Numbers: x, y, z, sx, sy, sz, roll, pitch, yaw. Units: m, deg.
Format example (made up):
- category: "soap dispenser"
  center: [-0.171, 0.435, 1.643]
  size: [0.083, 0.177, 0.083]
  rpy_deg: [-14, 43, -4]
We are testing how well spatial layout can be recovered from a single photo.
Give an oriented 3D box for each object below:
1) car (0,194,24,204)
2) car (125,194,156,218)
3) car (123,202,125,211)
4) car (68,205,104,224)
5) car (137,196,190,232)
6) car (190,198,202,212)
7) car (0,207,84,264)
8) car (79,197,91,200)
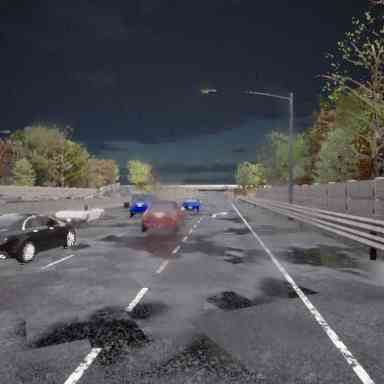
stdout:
- category: "car"
  center: [-24.234, 1.359, 43.874]
  size: [2.097, 1.767, 4.553]
  rpy_deg: [0, 0, 6]
- category: "car"
  center: [-4.152, 1.224, 30.695]
  size: [2.150, 2.045, 5.566]
  rpy_deg: [0, 0, 5]
- category: "car"
  center: [-6.809, 1.483, 40.069]
  size: [1.882, 1.535, 5.008]
  rpy_deg: [0, 0, 5]
- category: "car"
  center: [-8.195, 1.601, 24.919]
  size: [1.895, 1.301, 4.718]
  rpy_deg: [0, 0, 5]
- category: "car"
  center: [-1.589, 1.352, 20.295]
  size: [2.097, 1.767, 4.553]
  rpy_deg: [0, 0, 5]
- category: "car"
  center: [0.049, 1.482, 38.192]
  size: [1.882, 1.535, 5.008]
  rpy_deg: [0, 0, 5]
- category: "car"
  center: [-5.876, 1.503, 11.857]
  size: [1.837, 1.490, 4.892]
  rpy_deg: [0, 0, 5]
- category: "car"
  center: [-19.253, 1.628, 59.507]
  size: [1.895, 1.301, 4.718]
  rpy_deg: [0, 0, 6]
